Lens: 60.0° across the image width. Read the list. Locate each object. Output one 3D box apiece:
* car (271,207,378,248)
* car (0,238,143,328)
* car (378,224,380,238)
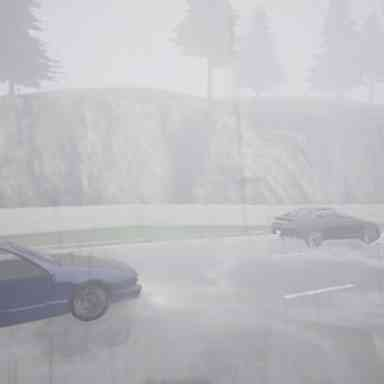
[{"bbox_3d":[5.722,1.410,14.151,4.902,1.511,2.128,0,0,-21],"label":"car"},{"bbox_3d":[-3.561,1.482,5.408,5.357,1.411,2.033,0,1,-34],"label":"car"},{"bbox_3d":[6.284,1.332,6.620,4.553,1.767,2.097,0,1,-24],"label":"car"}]
